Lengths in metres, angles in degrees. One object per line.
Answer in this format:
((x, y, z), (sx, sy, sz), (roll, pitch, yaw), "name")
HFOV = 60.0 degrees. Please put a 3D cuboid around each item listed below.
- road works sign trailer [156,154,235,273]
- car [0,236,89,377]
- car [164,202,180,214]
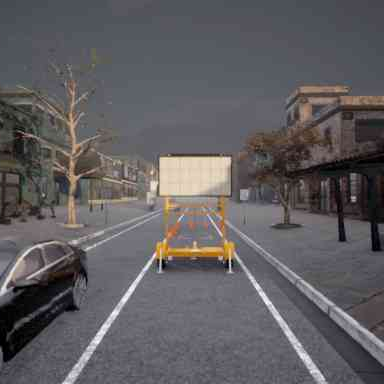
((0.108, 0.552, 10.922), (2.380, 3.560, 2.880), (0, -1, 1), "road works sign trailer")
((-3.052, 1.507, 5.001), (2.128, 1.511, 4.902), (0, 0, 1), "car")
((-2.562, 2.066, 43.306), (2.128, 1.511, 4.902), (0, -1, 1), "car")
